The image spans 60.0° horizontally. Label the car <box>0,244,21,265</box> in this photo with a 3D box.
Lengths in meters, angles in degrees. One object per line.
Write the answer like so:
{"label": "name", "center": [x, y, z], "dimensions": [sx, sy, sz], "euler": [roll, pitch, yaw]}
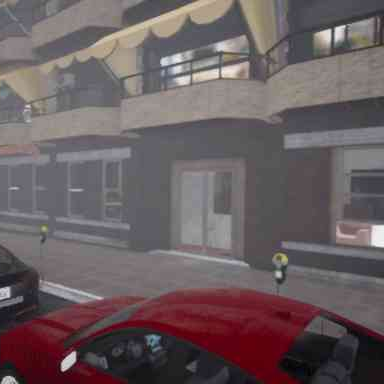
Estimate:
{"label": "car", "center": [-4.510, 1.528, 6.079], "dimensions": [4.313, 1.339, 1.947], "euler": [0, 1, 36]}

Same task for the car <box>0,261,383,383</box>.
{"label": "car", "center": [0.050, 1.537, 2.826], "dimensions": [4.507, 1.381, 1.887], "euler": [0, 1, 36]}
